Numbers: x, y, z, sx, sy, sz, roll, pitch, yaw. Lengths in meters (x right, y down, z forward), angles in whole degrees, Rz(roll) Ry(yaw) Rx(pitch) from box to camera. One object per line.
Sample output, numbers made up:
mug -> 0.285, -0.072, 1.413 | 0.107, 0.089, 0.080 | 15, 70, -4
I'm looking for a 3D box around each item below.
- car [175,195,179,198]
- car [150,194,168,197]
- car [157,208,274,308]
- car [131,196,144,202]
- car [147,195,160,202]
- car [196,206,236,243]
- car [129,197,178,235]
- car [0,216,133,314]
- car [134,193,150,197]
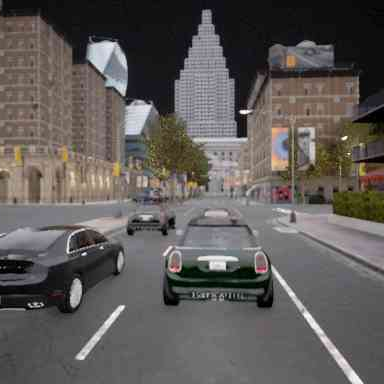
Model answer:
car -> -4.864, 1.577, 94.498 | 1.994, 1.385, 4.181 | 0, 0, 4
car -> -6.735, 1.496, 68.332 | 1.882, 1.535, 5.008 | 0, 0, 4
car -> 0.614, 1.354, 8.161 | 2.097, 1.767, 4.553 | 0, 0, 4
car -> -12.797, 1.615, 78.169 | 1.895, 1.301, 4.718 | 0, 0, 4
car -> -9.322, 1.561, 81.210 | 2.033, 1.411, 5.357 | 0, 0, 4
car -> 1.258, 1.530, 17.183 | 1.812, 1.442, 4.674 | 0, 0, 5
car -> -2.156, 1.357, 18.748 | 2.097, 1.767, 4.553 | 0, 0, 4
car -> -2.957, 1.502, 7.637 | 1.837, 1.490, 4.892 | 0, -2, 4
car -> -10.192, 1.243, 69.046 | 2.150, 2.045, 5.566 | 0, 0, 4
